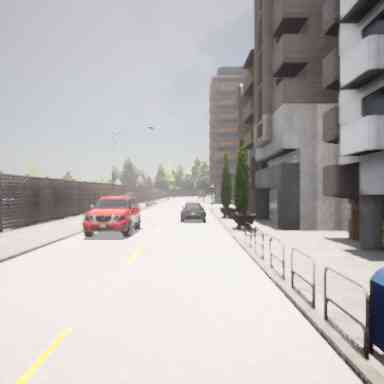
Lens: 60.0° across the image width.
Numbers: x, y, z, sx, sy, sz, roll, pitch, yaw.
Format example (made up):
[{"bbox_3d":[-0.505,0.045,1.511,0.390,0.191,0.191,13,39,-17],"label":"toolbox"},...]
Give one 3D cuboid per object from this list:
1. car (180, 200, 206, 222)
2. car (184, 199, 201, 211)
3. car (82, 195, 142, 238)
[{"bbox_3d":[0.100,1.556,26.410,1.994,1.385,4.181,0,0,0],"label":"car"},{"bbox_3d":[0.068,1.589,41.457,1.895,1.301,4.718,0,0,0],"label":"car"},{"bbox_3d":[-4.100,1.218,18.035,2.150,2.045,5.566,0,0,0],"label":"car"}]
